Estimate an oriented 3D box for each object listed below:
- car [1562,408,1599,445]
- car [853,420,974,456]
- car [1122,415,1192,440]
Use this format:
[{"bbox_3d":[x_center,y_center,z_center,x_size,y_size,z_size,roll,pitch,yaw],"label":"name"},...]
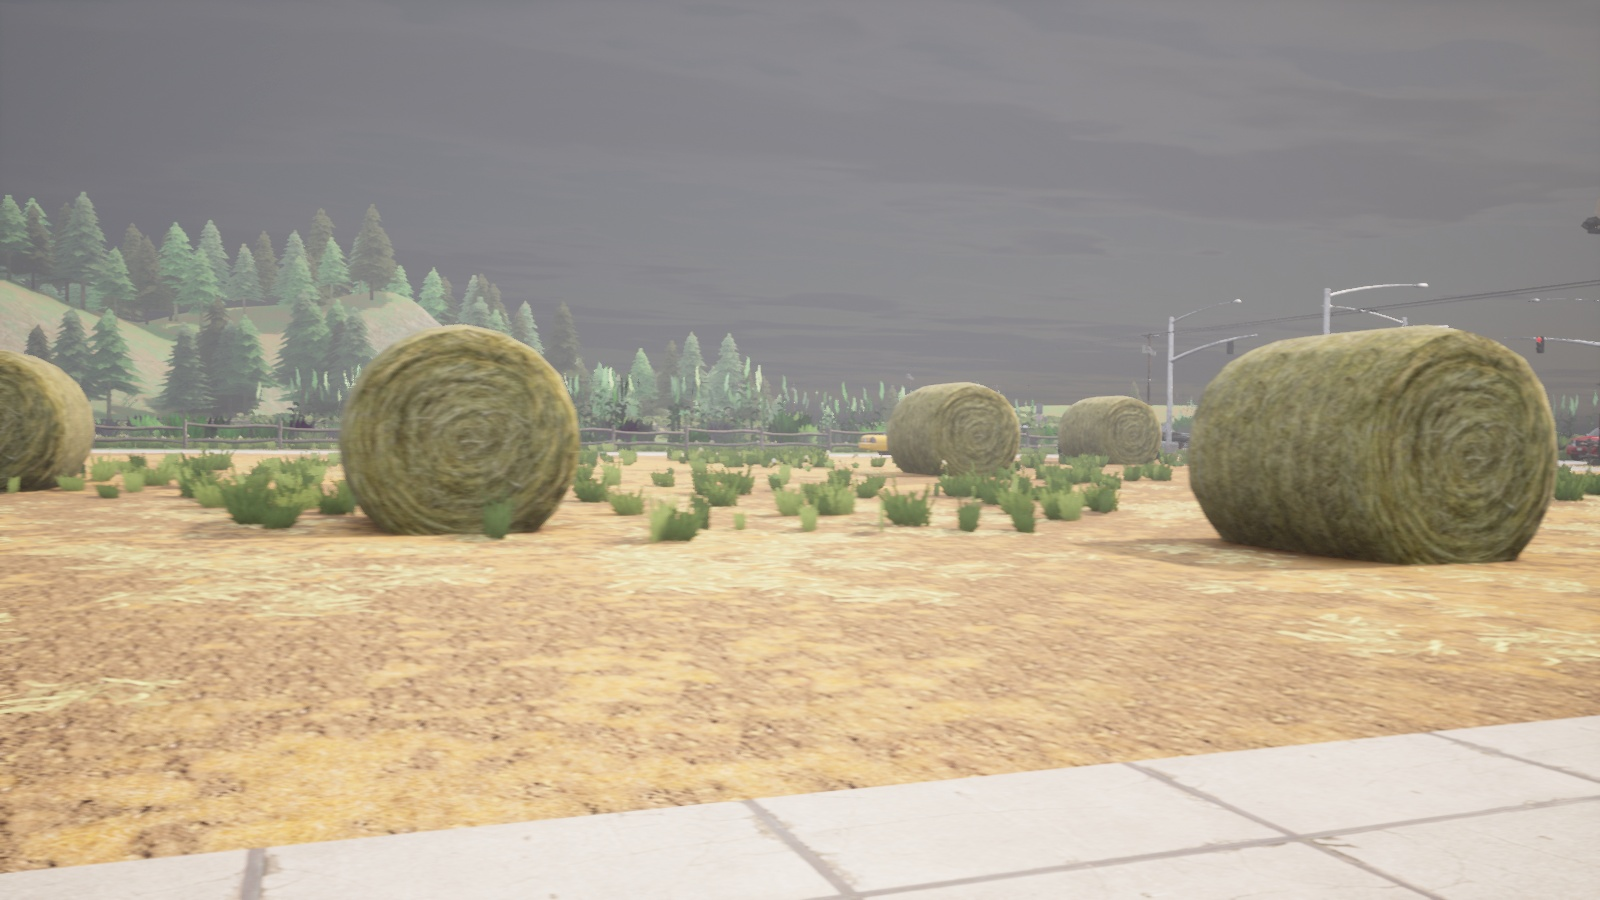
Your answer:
[{"bbox_3d":[46.467,-1.372,71.540,5.566,2.045,2.150,-1,1,-20],"label":"car"},{"bbox_3d":[5.315,-0.573,58.740,5.366,1.575,1.801,-1,1,-17],"label":"car"},{"bbox_3d":[23.682,-1.510,83.525,2.033,1.411,5.357,-1,4,-14],"label":"car"}]
